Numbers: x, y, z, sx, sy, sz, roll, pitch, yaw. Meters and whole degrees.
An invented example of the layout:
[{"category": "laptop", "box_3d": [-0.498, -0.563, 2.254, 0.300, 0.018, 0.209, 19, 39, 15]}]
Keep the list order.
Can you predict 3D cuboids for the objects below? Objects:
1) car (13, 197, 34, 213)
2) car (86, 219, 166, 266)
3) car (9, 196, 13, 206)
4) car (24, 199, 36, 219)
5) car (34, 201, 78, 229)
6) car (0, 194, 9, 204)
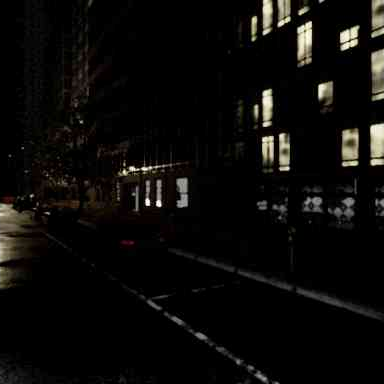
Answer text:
[{"category": "car", "box_3d": [-17.524, 1.347, 35.444, 1.967, 1.590, 4.097, 0, 0, -32]}, {"category": "car", "box_3d": [-2.359, 1.557, 11.358, 1.802, 1.307, 4.206, 0, 0, -32]}, {"category": "car", "box_3d": [-20.557, 1.330, 40.260, 1.967, 1.590, 4.097, 0, 0, -32]}, {"category": "car", "box_3d": [-11.458, 1.491, 25.809, 2.008, 1.369, 4.403, 0, 0, -32]}, {"category": "car", "box_3d": [-8.425, 1.505, 20.992, 2.008, 1.369, 4.403, 0, 0, -32]}, {"category": "car", "box_3d": [-32.688, 1.360, 59.530, 1.887, 1.381, 4.507, 0, 0, -32]}]
